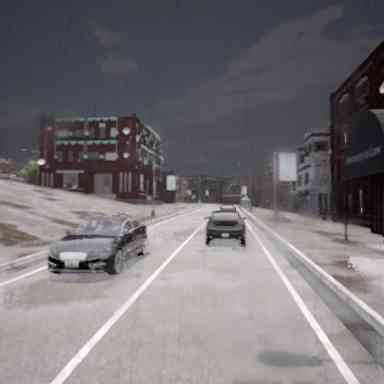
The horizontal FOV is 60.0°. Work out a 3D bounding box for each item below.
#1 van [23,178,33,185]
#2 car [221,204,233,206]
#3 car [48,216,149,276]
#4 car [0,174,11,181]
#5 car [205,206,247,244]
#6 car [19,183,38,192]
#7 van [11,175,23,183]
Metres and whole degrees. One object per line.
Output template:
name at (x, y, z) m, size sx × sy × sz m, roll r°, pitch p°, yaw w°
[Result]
van at (-31.263, -1.507, 60.728) m, size 1.878 × 1.987 × 4.442 m, roll 1°, pitch -4°, yaw -10°
car at (3.765, 2.021, 35.428) m, size 1.812 × 1.442 × 4.674 m, roll 0°, pitch -1°, yaw 7°
car at (-2.718, 1.547, 10.679) m, size 2.128 × 1.511 × 4.902 m, roll 0°, pitch -1°, yaw 6°
car at (-29.369, -1.916, 49.685) m, size 2.002 × 1.452 × 4.674 m, roll 1°, pitch -3°, yaw -8°
car at (1.702, 1.660, 16.836) m, size 1.837 × 1.490 × 4.892 m, roll 0°, pitch -1°, yaw 6°
car at (-32.352, -0.901, 66.051) m, size 2.163 × 1.488 × 4.792 m, roll 1°, pitch -4°, yaw -11°
van at (-30.257, -1.851, 55.292) m, size 1.878 × 1.987 × 4.442 m, roll 1°, pitch -3°, yaw -9°
